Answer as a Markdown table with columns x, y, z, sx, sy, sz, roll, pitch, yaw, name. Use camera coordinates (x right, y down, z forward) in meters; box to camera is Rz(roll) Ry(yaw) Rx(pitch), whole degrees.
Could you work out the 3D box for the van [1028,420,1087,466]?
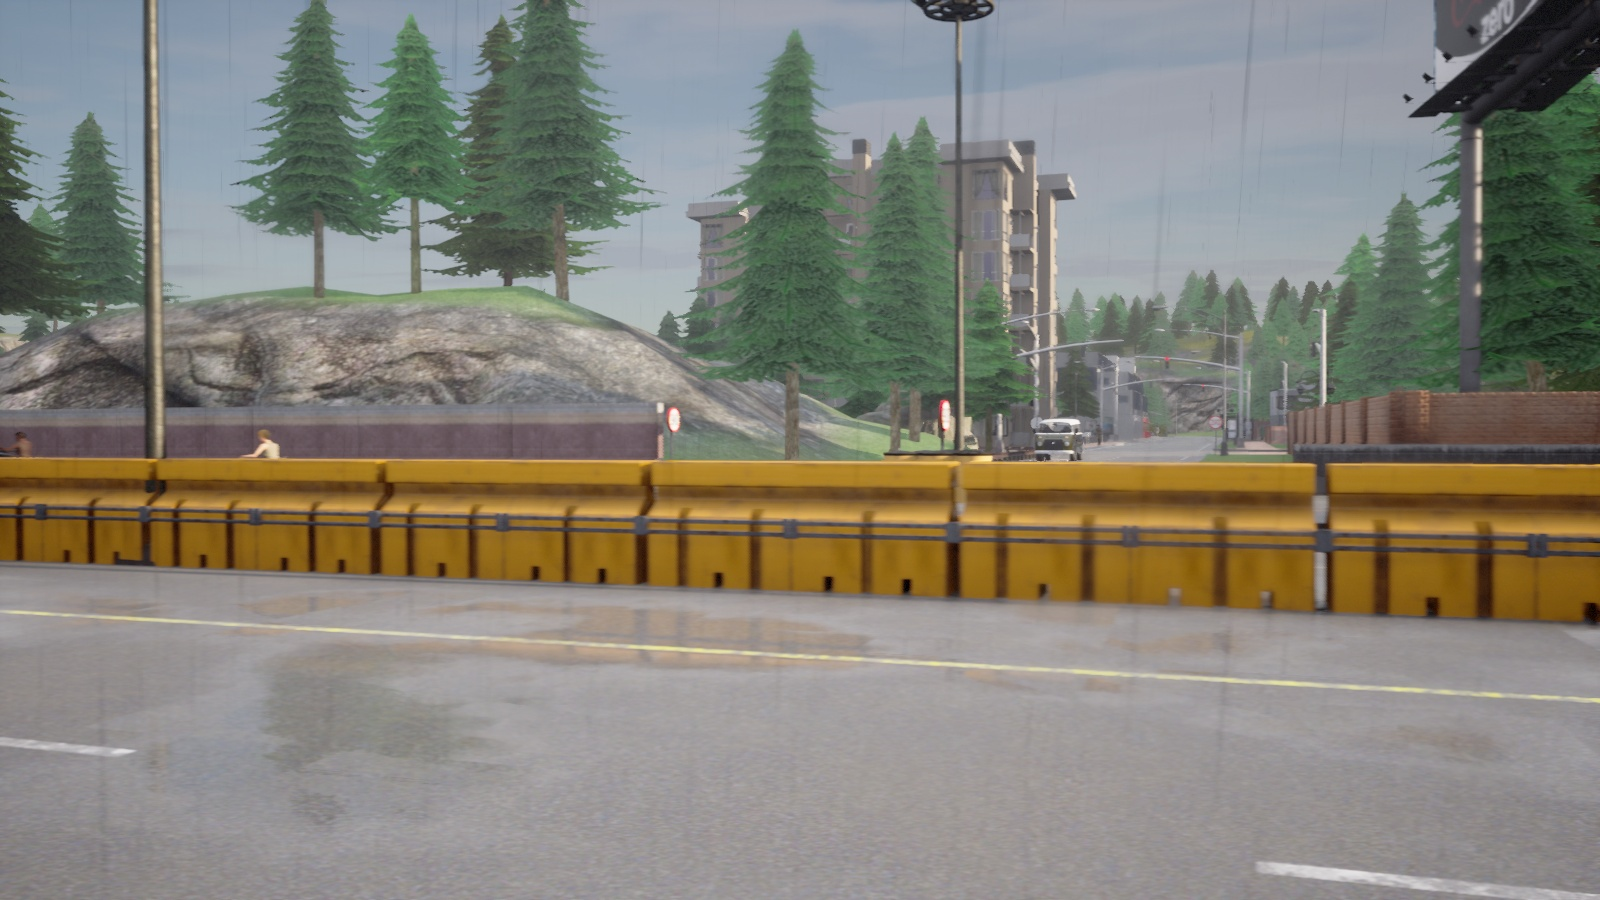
| x | y | z | sx | sy | sz | roll | pitch | yaw | name |
| --- | --- | --- | --- | --- | --- | --- | --- | --- | --- |
| 12.064 | -0.361 | 58.650 | 2.069 | 2.038 | 4.480 | 1 | 1 | 19 | van |
